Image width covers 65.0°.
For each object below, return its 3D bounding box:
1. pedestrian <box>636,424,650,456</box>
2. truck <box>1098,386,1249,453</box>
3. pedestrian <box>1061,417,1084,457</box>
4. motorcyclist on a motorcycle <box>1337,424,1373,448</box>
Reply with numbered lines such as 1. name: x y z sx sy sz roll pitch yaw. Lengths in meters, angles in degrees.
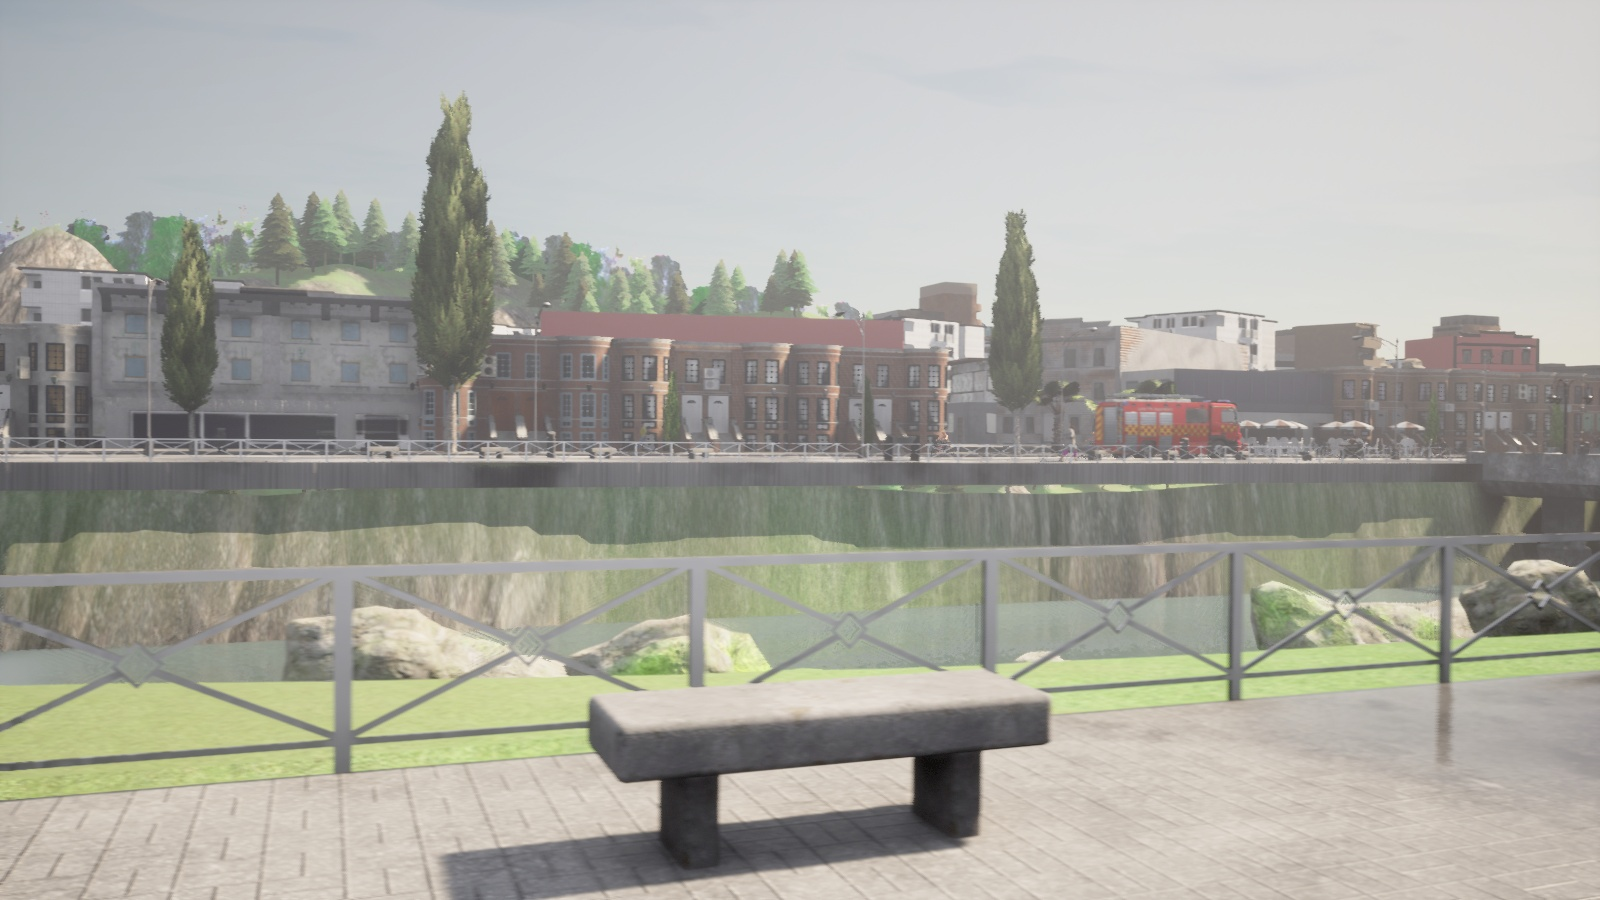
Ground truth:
1. pedestrian: -9.048 -0.570 72.250 0.706 1.836 0.354 -1 1 -20
2. truck: 21.965 -1.805 73.782 8.468 3.827 2.891 -1 1 -21
3. pedestrian: 13.376 -0.630 61.562 0.873 1.952 0.659 -1 1 -23
4. motorcyclist on a motorcycle: 34.767 -0.876 78.661 2.044 1.523 0.797 -1 1 -21
